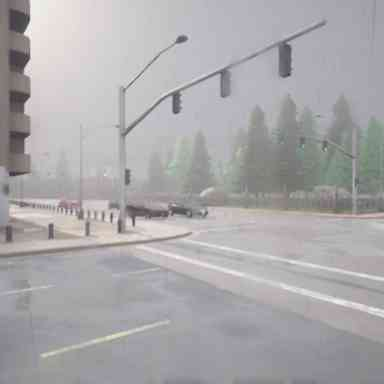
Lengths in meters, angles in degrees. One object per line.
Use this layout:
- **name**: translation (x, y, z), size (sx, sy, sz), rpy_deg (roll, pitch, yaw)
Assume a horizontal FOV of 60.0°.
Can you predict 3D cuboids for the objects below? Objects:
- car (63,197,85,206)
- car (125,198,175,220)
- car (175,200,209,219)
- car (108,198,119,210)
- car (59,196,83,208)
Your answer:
- **car**: translation (-20.326, 1.584, 56.962), size (2.033, 1.411, 5.357), rpy_deg (0, 0, -37)
- **car**: translation (-3.825, 1.501, 28.694), size (1.882, 1.535, 5.008), rpy_deg (0, 0, -37)
- **car**: translation (-0.490, 1.506, 30.075), size (2.128, 1.511, 4.902), rpy_deg (0, 0, -37)
- **car**: translation (-8.805, 1.504, 41.280), size (2.128, 1.511, 4.902), rpy_deg (0, 0, -37)
- **car**: translation (-16.948, 1.376, 46.407), size (2.097, 1.767, 4.553), rpy_deg (0, 0, -36)
